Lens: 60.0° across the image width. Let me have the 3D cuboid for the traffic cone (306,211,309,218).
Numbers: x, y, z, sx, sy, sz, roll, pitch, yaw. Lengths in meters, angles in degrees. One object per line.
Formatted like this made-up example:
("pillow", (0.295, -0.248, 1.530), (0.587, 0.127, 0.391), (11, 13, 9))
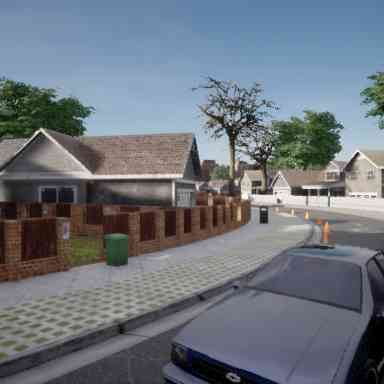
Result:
("traffic cone", (9.552, 1.888, 27.529), (0.340, 0.580, 0.340), (0, 0, 6))

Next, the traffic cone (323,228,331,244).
("traffic cone", (5.635, 1.937, 14.013), (0.340, 0.580, 0.340), (0, 0, 26))

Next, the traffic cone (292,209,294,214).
("traffic cone", (9.794, 1.874, 32.235), (0.340, 0.580, 0.340), (0, 0, 0))

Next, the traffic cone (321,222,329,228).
("traffic cone", (7.459, 1.922, 18.358), (0.340, 0.580, 0.340), (0, 0, 19))

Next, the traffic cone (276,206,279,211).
("traffic cone", (9.493, 1.860, 36.938), (0.340, 0.580, 0.340), (0, 0, -7))

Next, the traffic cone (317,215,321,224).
("traffic cone", (8.770, 1.905, 22.883), (0.340, 0.580, 0.340), (0, 0, 13))

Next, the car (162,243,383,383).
("car", (2.012, 1.545, 4.914), (2.033, 1.411, 5.357), (0, 0, 40))
